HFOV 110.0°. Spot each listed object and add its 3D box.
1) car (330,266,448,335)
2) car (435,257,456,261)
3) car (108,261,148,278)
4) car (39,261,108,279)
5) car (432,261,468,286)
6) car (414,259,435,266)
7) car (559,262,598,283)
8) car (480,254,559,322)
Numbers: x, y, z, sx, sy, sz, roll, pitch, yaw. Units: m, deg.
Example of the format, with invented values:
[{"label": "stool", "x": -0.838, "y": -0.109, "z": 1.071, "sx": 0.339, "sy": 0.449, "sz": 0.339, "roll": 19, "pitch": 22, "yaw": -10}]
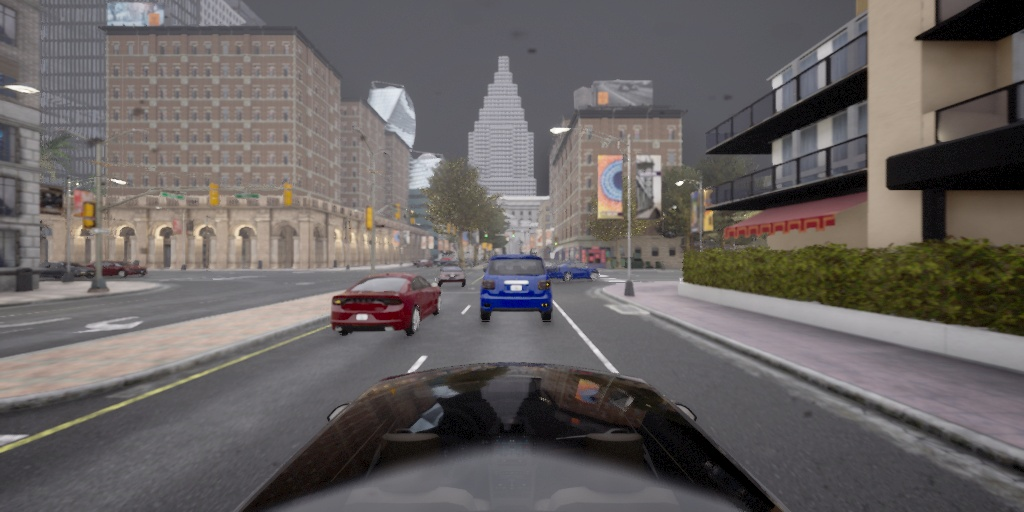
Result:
[{"label": "car", "x": -3.375, "y": 1.224, "z": 10.559, "sx": 1.882, "sy": 1.535, "sz": 5.008, "roll": 0, "pitch": 0, "yaw": 0}, {"label": "car", "x": -11.266, "y": 1.293, "z": 60.862, "sx": 1.994, "sy": 1.385, "sz": 4.181, "roll": 0, "pitch": 0, "yaw": 0}, {"label": "car", "x": -37.042, "y": 1.209, "z": 33.492, "sx": 5.008, "sy": 1.535, "sz": 1.882, "roll": 0, "pitch": 0, "yaw": 0}, {"label": "car", "x": -37.521, "y": 1.237, "z": 29.989, "sx": 4.892, "sy": 1.490, "sz": 1.837, "roll": 0, "pitch": 0, "yaw": 0}, {"label": "car", "x": -4.339, "y": 1.289, "z": 25.173, "sx": 2.033, "sy": 1.411, "sz": 5.357, "roll": 0, "pitch": 0, "yaw": -13}, {"label": "car", "x": -14.765, "y": 1.253, "z": 61.120, "sx": 1.812, "sy": 1.442, "sz": 4.674, "roll": 0, "pitch": 0, "yaw": 0}, {"label": "car", "x": 4.745, "y": 1.220, "z": 28.399, "sx": 5.008, "sy": 1.535, "sz": 1.882, "roll": 0, "pitch": -1, "yaw": -37}, {"label": "car", "x": 0.134, "y": 0.967, "z": 12.494, "sx": 2.150, "sy": 2.045, "sz": 5.566, "roll": 0, "pitch": 0, "yaw": 0}]
